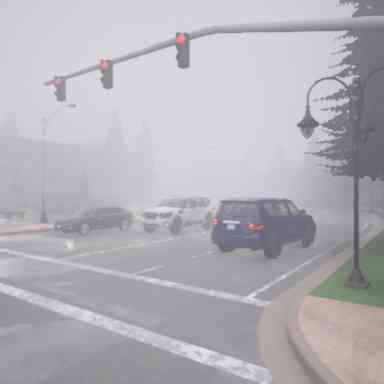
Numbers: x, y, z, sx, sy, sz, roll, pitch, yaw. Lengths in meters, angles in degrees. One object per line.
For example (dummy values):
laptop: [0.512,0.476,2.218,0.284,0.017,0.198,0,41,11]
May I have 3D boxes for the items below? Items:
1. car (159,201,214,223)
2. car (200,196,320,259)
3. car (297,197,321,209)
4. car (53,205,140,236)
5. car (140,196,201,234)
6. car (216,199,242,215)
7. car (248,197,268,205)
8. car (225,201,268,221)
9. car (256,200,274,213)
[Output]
car: [-0.318,1.531,26.885,2.128,1.511,4.902,0,0,32]
car: [2.960,1.234,12.994,2.150,2.045,5.566,0,0,39]
car: [16.824,1.515,48.028,1.882,1.535,5.008,0,0,2]
car: [-5.506,1.543,19.148,1.837,1.490,4.892,0,0,35]
car: [-0.673,1.251,19.936,2.150,2.045,5.566,0,0,34]
car: [4.097,1.570,35.958,1.812,1.442,4.674,0,0,18]
car: [11.951,1.590,60.413,1.812,1.442,4.674,0,0,-14]
car: [4.799,1.579,28.604,2.033,1.411,5.357,0,0,28]
car: [8.366,1.640,38.051,1.895,1.301,4.718,0,0,14]
